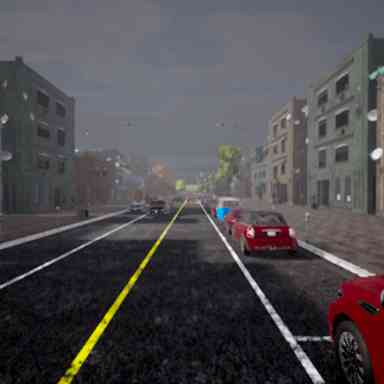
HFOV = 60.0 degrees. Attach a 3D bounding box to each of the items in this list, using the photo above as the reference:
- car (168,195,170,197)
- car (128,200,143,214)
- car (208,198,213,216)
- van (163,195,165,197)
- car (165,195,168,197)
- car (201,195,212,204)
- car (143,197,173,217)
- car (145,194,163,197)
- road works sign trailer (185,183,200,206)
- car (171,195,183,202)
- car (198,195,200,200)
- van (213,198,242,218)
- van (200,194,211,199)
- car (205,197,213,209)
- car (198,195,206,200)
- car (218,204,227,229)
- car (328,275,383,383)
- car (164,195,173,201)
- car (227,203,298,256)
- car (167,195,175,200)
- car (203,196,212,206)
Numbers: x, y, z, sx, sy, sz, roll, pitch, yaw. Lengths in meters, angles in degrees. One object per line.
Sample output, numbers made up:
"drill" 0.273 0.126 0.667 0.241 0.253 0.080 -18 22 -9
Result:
"car" -5.673 1.483 63.099 1.887 1.381 4.507 -1 0 0
"car" -5.682 1.517 35.357 2.008 1.369 4.403 -1 0 0
"car" 2.697 1.516 29.808 1.887 1.381 4.507 -1 0 0
"van" -5.679 1.290 52.002 1.690 1.788 3.998 -1 0 0
"car" -5.675 1.384 57.551 1.967 1.590 4.097 -1 0 0
"car" 2.704 1.531 52.002 1.802 1.307 4.206 -1 0 0
"car" -3.084 1.475 31.016 1.837 1.490 4.892 0 0 0
"car" -5.680 1.270 46.454 2.192 1.841 5.009 -1 0 0
"road works sign trailer" 0.028 0.412 53.830 2.380 3.560 2.880 0 0 0
"car" -2.977 1.427 72.251 1.994 1.385 4.181 0 0 0
"car" 2.706 1.253 63.098 2.192 1.841 5.009 -1 0 0
"van" 2.693 1.318 24.260 1.690 1.788 3.998 -1 0 0
"van" 2.704 1.285 57.550 1.690 1.788 3.998 -1 0 0
"car" 2.698 1.548 35.356 1.802 1.307 4.206 -1 0 0
"car" 2.717 1.474 90.840 1.947 1.339 4.313 -1 0 0
"car" 2.694 1.564 18.711 1.802 1.307 4.206 -1 0 0
"car" 2.685 1.313 2.066 2.192 1.841 5.009 -1 0 0
"car" -5.667 1.465 79.744 1.887 1.381 4.507 -1 0 0
"car" 2.690 1.428 13.163 1.967 1.590 4.097 -1 0 0
"car" -5.663 1.490 90.840 1.802 1.307 4.206 -1 0 0
"car" 2.701 1.542 40.905 1.802 1.307 4.206 -1 0 0
